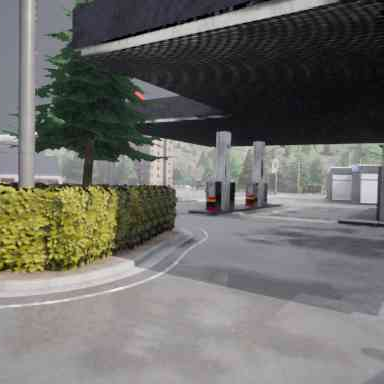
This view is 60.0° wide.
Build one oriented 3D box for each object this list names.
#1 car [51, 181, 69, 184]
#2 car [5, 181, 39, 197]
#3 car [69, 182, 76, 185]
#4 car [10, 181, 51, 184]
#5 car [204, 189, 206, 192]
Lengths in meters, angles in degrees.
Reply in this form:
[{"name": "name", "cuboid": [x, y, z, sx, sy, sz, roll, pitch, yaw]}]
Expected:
[{"name": "car", "cuboid": [-26.734, -1.254, 65.441, 3.866, 1.878, 1.905, 2, 2, 35]}, {"name": "car", "cuboid": [-21.727, -0.459, 42.412, 4.605, 1.855, 1.932, 2, 2, 35]}, {"name": "car", "cuboid": [-25.396, -1.281, 68.053, 4.605, 1.855, 1.932, 2, 2, 35]}, {"name": "car", "cuboid": [-17.196, -0.174, 35.194, 3.866, 1.878, 1.905, 2, 2, 35]}, {"name": "car", "cuboid": [4.929, -0.336, 65.578, 5.027, 1.636, 2.152, 2, 2, 35]}]
